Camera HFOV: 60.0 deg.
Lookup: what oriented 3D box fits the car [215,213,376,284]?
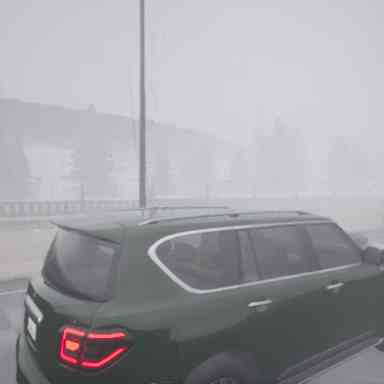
[{"bbox_3d":[3.451,1.523,10.503,5.357,1.411,2.033,0,0,-35],"label":"car"}]

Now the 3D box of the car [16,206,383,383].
[{"bbox_3d":[0.843,1.213,4.348,5.566,2.045,2.150,0,0,-35],"label":"car"}]
